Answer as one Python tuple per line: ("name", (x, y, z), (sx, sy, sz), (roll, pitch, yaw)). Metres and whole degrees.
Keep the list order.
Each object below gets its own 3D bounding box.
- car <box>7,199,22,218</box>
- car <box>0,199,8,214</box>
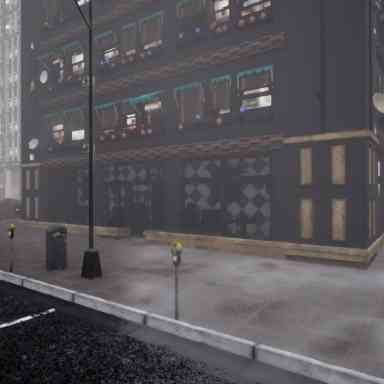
("car", (-11.417, 1.282, 25.736), (1.947, 1.339, 4.313), (1, 1, 35))
("car", (-16.179, 1.308, 29.050), (1.994, 1.385, 4.181), (0, 1, 35))
